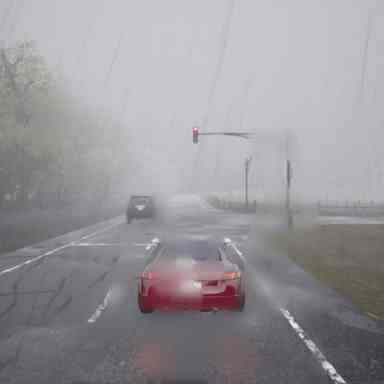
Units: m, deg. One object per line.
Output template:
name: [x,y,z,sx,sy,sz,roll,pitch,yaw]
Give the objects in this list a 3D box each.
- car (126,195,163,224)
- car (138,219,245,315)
car: [-3.439,1.224,24.887,2.150,2.045,5.566,0,0,0]
car: [-0.007,1.566,7.640,1.994,1.385,4.181,0,0,0]
